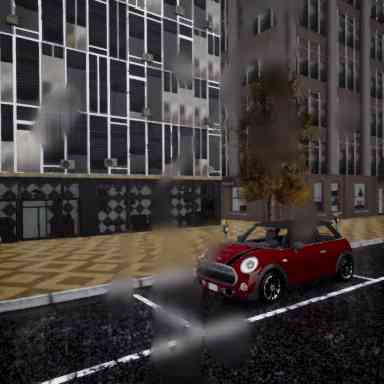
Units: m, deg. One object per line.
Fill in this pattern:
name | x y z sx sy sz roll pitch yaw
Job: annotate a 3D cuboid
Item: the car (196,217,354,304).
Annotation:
car | 2.054 1.439 8.035 4.097 1.590 1.967 0 -1 -35
